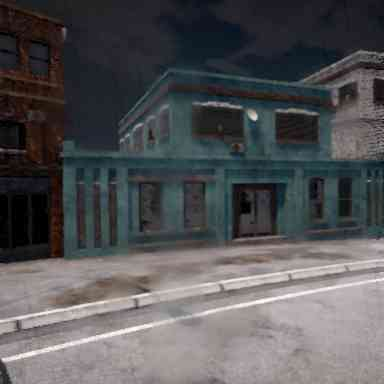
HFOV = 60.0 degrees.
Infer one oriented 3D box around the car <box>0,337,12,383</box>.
[{"bbox_3d":[-3.468,1.481,1.269,4.892,1.490,1.837,0,0,-36],"label":"car"}]
